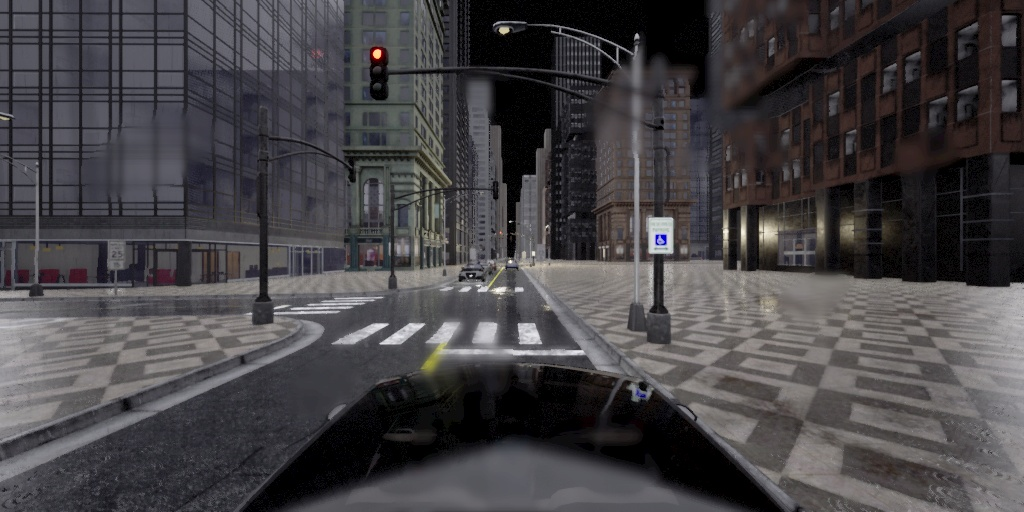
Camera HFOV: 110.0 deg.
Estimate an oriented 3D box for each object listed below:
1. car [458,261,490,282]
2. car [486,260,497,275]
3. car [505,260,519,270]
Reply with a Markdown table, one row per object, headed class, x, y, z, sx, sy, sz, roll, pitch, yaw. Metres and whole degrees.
| class | x | y | z | sx | sy | sz | roll | pitch | yaw |
| --- | --- | --- | --- | --- | --- | --- | --- | --- | --- |
| car | -3.111 | 1.313 | 28.981 | 1.994 | 1.385 | 4.181 | 0 | 0 | 0 |
| car | -3.106 | 1.244 | 38.866 | 2.128 | 1.511 | 4.902 | 0 | 0 | 0 |
| car | -0.015 | 1.323 | 53.394 | 1.994 | 1.385 | 4.181 | 0 | 0 | 0 |
